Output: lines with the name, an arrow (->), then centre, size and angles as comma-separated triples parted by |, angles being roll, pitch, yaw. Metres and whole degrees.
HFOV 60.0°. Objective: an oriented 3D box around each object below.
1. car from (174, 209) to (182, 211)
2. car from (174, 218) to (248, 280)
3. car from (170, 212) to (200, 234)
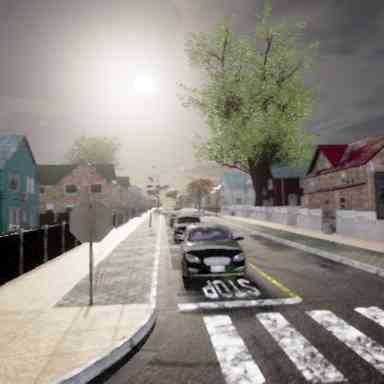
car -> -1.256, 2.672, 32.918 | 1.895, 1.301, 4.718 | -1, -2, -5
car -> 0.563, 1.845, 11.247 | 2.128, 1.511, 4.902 | -1, -2, -3
car -> -0.226, 2.180, 21.069 | 1.837, 1.490, 4.892 | -1, -1, -5
